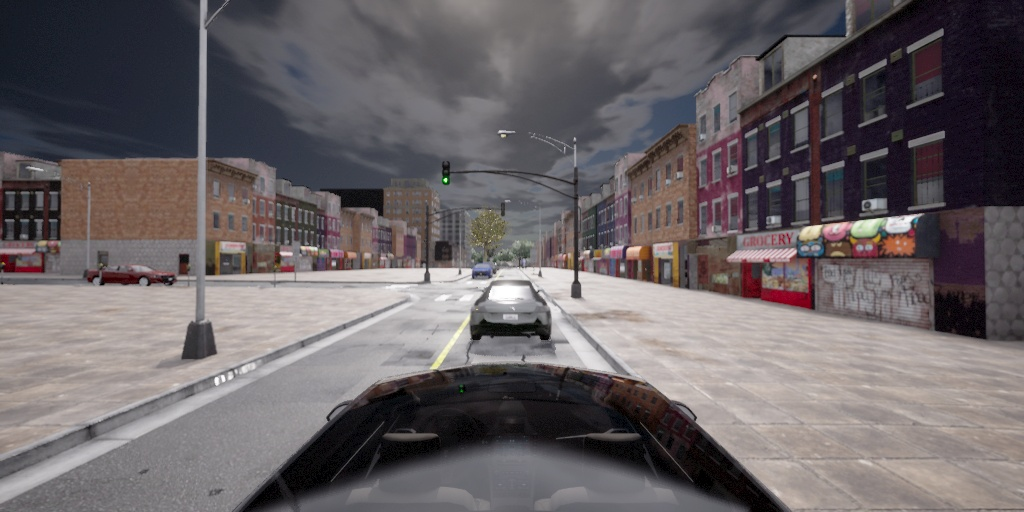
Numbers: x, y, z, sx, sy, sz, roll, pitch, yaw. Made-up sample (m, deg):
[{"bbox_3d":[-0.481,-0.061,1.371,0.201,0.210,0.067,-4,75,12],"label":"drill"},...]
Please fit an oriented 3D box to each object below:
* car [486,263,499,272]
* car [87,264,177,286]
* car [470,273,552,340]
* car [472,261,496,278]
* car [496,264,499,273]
[{"bbox_3d":[-3.148,1.865,59.282,1.994,1.385,4.181,0,-1,0],"label":"car"},{"bbox_3d":[-23.352,1.174,22.127,4.507,1.381,1.888,0,0,0],"label":"car"},{"bbox_3d":[-0.031,1.349,10.073,1.994,1.385,4.181,0,0,0],"label":"car"},{"bbox_3d":[-3.044,1.512,37.335,1.882,1.535,5.008,0,-1,0],"label":"car"},{"bbox_3d":[-3.100,1.504,47.170,2.097,1.767,4.553,0,-1,0],"label":"car"}]
